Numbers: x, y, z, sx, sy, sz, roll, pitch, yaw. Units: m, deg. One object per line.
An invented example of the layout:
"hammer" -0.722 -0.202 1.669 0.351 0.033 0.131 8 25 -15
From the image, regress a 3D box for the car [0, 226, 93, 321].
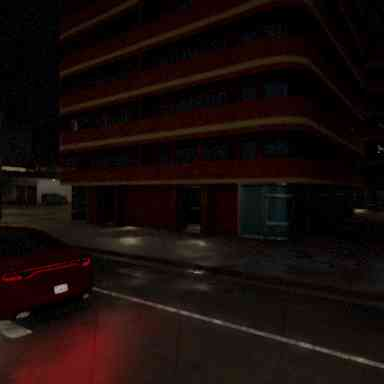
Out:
"car" -4.207 1.459 6.996 5.008 1.535 1.882 0 0 35
